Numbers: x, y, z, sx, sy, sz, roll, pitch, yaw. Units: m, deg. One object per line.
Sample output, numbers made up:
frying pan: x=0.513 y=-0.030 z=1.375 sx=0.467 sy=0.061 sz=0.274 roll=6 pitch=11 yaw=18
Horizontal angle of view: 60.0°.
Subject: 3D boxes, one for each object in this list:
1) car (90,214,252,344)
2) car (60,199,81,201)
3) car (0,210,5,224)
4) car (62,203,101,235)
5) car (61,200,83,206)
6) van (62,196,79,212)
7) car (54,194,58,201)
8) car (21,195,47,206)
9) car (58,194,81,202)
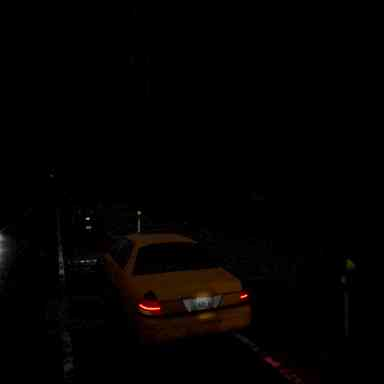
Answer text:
car: x=-0.831 y=1.457 z=6.788 sx=1.801 sy=1.575 sz=5.366 roll=0 pitch=0 yaw=-22
car: x=-10.216 y=1.567 z=28.982 sx=1.947 sy=1.339 sz=4.313 roll=0 pitch=0 yaw=-22
car: x=-13.868 y=1.601 z=22.166 sx=1.895 sy=1.301 sz=4.718 roll=0 pitch=0 yaw=-22
car: x=-6.037 y=1.551 z=18.756 sx=2.008 sy=1.369 sz=4.403 roll=0 pitch=0 yaw=-22
car: x=-8.126 y=1.551 z=23.869 sx=2.008 sy=1.369 sz=4.403 roll=0 pitch=0 yaw=-22
van: x=-14.395 y=1.342 z=39.209 sx=1.690 sy=1.788 sz=3.998 roll=0 pitch=0 yaw=-22
car: x=-31.263 y=1.469 z=79.729 sx=1.967 sy=1.590 sz=4.097 roll=0 pitch=0 yaw=-23
car: x=-24.838 y=1.541 z=52.892 sx=2.033 sy=1.411 sz=5.357 roll=0 pitch=0 yaw=-44
car: x=-12.305 y=1.316 z=34.096 sx=2.192 sy=1.841 sz=5.009 roll=0 pitch=0 yaw=-22
